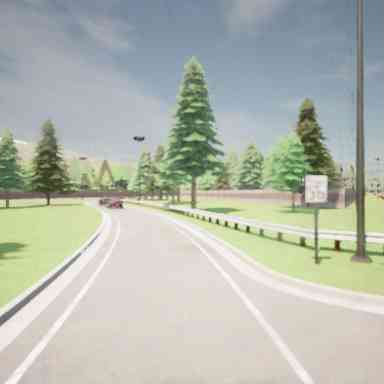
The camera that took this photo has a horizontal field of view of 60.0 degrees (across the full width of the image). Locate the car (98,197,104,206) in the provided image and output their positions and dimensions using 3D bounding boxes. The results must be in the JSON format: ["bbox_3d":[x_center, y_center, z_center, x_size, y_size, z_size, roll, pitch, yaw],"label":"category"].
[{"bbox_3d":[-14.391,1.515,55.264,2.128,1.511,4.902,0,0,-22],"label":"car"}]

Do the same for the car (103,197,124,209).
[{"bbox_3d":[-10.684,1.539,46.038,1.812,1.442,4.674,0,0,-22],"label":"car"}]
